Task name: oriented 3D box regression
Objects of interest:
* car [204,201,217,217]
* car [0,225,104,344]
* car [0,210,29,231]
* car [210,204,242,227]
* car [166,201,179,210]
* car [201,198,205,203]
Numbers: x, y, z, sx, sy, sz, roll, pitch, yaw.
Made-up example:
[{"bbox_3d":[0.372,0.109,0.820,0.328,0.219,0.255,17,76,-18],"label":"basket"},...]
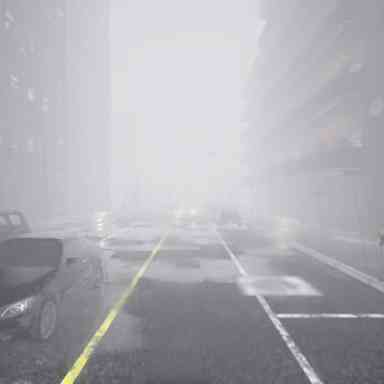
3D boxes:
[{"bbox_3d":[2.688,1.954,36.453,1.887,1.381,4.507,-1,-1,0],"label":"car"},{"bbox_3d":[-3.099,1.600,6.663,1.812,1.442,4.674,0,-1,0],"label":"car"},{"bbox_3d":[-5.702,1.405,8.039,2.192,1.841,5.009,-1,-1,0],"label":"car"},{"bbox_3d":[2.686,1.831,25.084,2.008,1.369,4.403,-1,-1,0],"label":"car"},{"bbox_3d":[-2.987,2.180,53.178,2.033,1.411,5.357,0,-1,0],"label":"car"},{"bbox_3d":[2.689,1.979,47.823,1.967,1.590,4.097,-1,-1,0],"label":"car"}]
